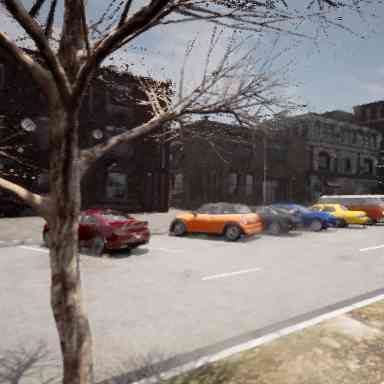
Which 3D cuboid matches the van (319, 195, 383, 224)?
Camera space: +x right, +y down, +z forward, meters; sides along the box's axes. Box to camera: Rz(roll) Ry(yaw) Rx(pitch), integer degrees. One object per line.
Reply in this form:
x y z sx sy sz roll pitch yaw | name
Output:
11.209 1.229 23.243 4.442 1.987 1.878 -1 -1 37 | van

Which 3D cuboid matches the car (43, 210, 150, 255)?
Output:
-3.924 1.461 13.213 5.008 1.535 2.097 -1 0 35 | car

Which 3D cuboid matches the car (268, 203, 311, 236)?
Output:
3.576 1.461 18.309 4.892 1.521 2.231 -1 -1 36 | car

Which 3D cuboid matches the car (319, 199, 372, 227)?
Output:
8.443 1.457 21.760 5.366 1.575 1.946 -1 -1 37 | car

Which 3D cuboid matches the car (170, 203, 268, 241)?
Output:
1.076 1.334 16.614 4.553 1.767 2.185 -1 0 36 | car

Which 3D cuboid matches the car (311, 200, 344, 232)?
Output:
6.076 1.459 20.002 5.008 1.535 2.097 -1 -1 36 | car
